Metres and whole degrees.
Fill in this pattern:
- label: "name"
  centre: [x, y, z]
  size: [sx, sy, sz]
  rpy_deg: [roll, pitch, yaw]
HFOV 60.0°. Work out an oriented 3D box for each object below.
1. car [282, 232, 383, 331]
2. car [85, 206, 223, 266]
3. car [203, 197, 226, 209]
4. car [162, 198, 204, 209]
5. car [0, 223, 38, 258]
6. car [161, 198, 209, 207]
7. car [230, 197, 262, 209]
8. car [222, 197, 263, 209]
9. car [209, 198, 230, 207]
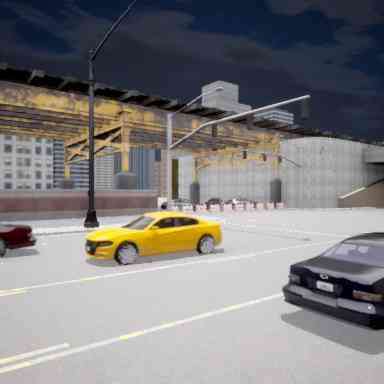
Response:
- label: "car"
  centre: [4.168, 1.548, 6.748]
  size: [5.357, 1.411, 2.033]
  rpy_deg: [0, 0, -35]
- label: "car"
  centre: [-1.175, 1.477, 11.748]
  size: [5.008, 1.535, 1.882]
  rpy_deg: [0, 0, -35]
- label: "car"
  centre: [2.812, 1.295, 40.521]
  size: [1.853, 1.218, 4.536]
  rpy_deg: [0, 0, 18]
- label: "car"
  centre: [-1.001, 1.295, 37.795]
  size: [4.536, 1.218, 1.853]
  rpy_deg: [0, 0, 8]
- label: "car"
  centre: [-8.148, 1.547, 11.074]
  size: [5.357, 1.411, 2.033]
  rpy_deg: [0, 0, -35]
- label: "car"
  centre: [-0.949, 1.453, 37.788]
  size: [4.974, 1.542, 2.038]
  rpy_deg: [0, 0, 8]
- label: "car"
  centre: [6.656, 1.295, 44.224]
  size: [4.536, 1.218, 1.853]
  rpy_deg: [0, 0, -7]
- label: "car"
  centre: [6.708, 1.453, 44.231]
  size: [4.974, 1.542, 2.038]
  rpy_deg: [0, 0, -7]
- label: "car"
  centre: [2.796, 1.453, 40.472]
  size: [2.038, 1.542, 4.974]
  rpy_deg: [0, 0, 18]
